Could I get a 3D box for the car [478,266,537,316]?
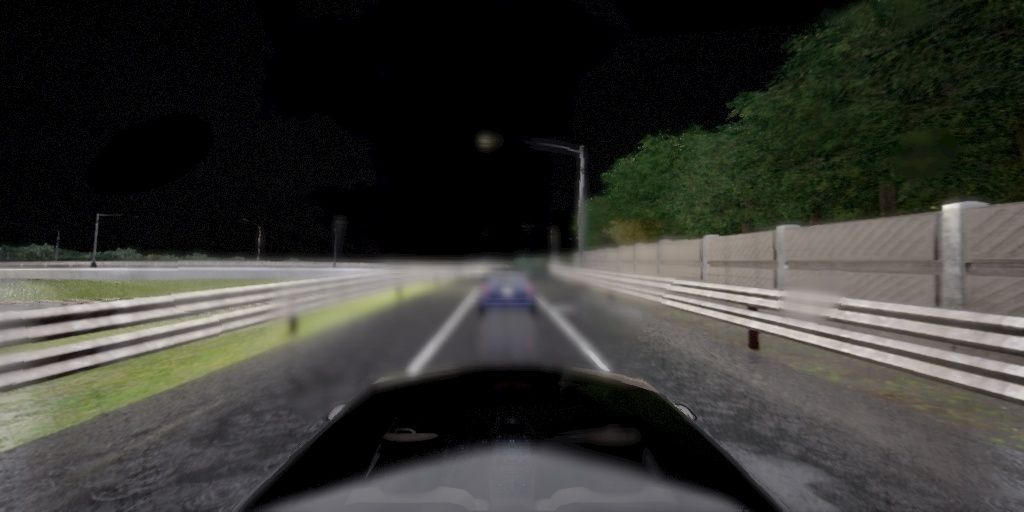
[{"bbox_3d":[-0.187,1.271,14.438,2.097,1.767,4.553,0,-1,-1],"label":"car"}]
